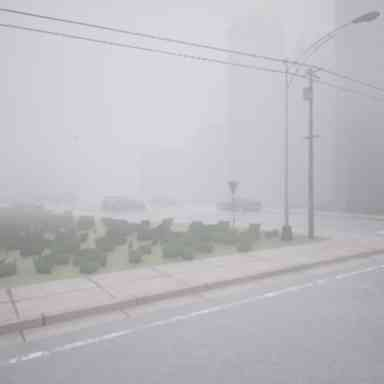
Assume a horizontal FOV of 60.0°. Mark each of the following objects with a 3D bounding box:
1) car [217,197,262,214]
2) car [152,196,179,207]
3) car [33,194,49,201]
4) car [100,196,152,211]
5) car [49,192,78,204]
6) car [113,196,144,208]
[{"bbox_3d":[4.371,1.196,31.290,1.882,1.535,5.008,-1,0,-34],"label":"car"},{"bbox_3d":[-3.770,1.202,43.133,2.033,1.411,5.357,-1,1,-34],"label":"car"},{"bbox_3d":[-28.555,1.087,64.796,4.193,1.474,1.816,-1,1,-34],"label":"car"},{"bbox_3d":[-6.913,1.225,33.935,4.611,1.667,2.242,-1,1,-34],"label":"car"},{"bbox_3d":[-20.512,0.950,53.959,3.866,1.878,1.905,-1,1,-34],"label":"car"},{"bbox_3d":[-8.333,1.221,43.298,2.033,1.411,5.357,-1,1,-34],"label":"car"}]
